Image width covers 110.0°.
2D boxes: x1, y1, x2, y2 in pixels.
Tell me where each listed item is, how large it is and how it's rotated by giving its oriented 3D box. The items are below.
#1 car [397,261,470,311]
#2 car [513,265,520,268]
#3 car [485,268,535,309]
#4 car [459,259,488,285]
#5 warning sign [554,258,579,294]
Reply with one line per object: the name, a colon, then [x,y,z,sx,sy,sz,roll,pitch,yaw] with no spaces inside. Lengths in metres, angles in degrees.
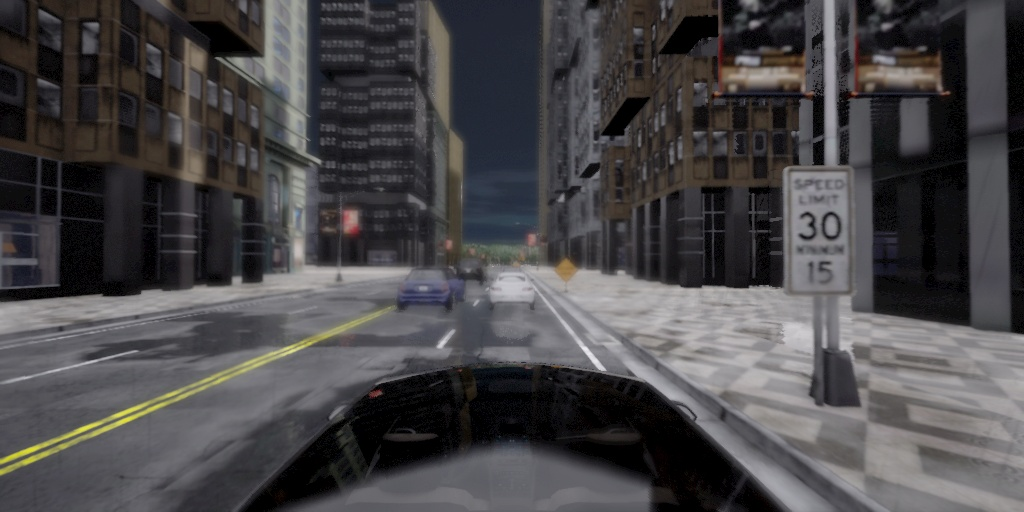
car: [-3.236,1.235,15.276,2.097,1.767,4.553,0,-1,0]
car: [0.004,1.630,30.101,1.895,1.301,4.718,0,-1,0]
car: [0.017,1.414,15.749,1.812,1.442,4.674,0,0,0]
car: [-3.253,1.248,29.447,2.150,2.045,5.566,0,0,0]
warning sign: [2.840,1.034,18.777,1.300,1.860,1.060,0,0,0]
